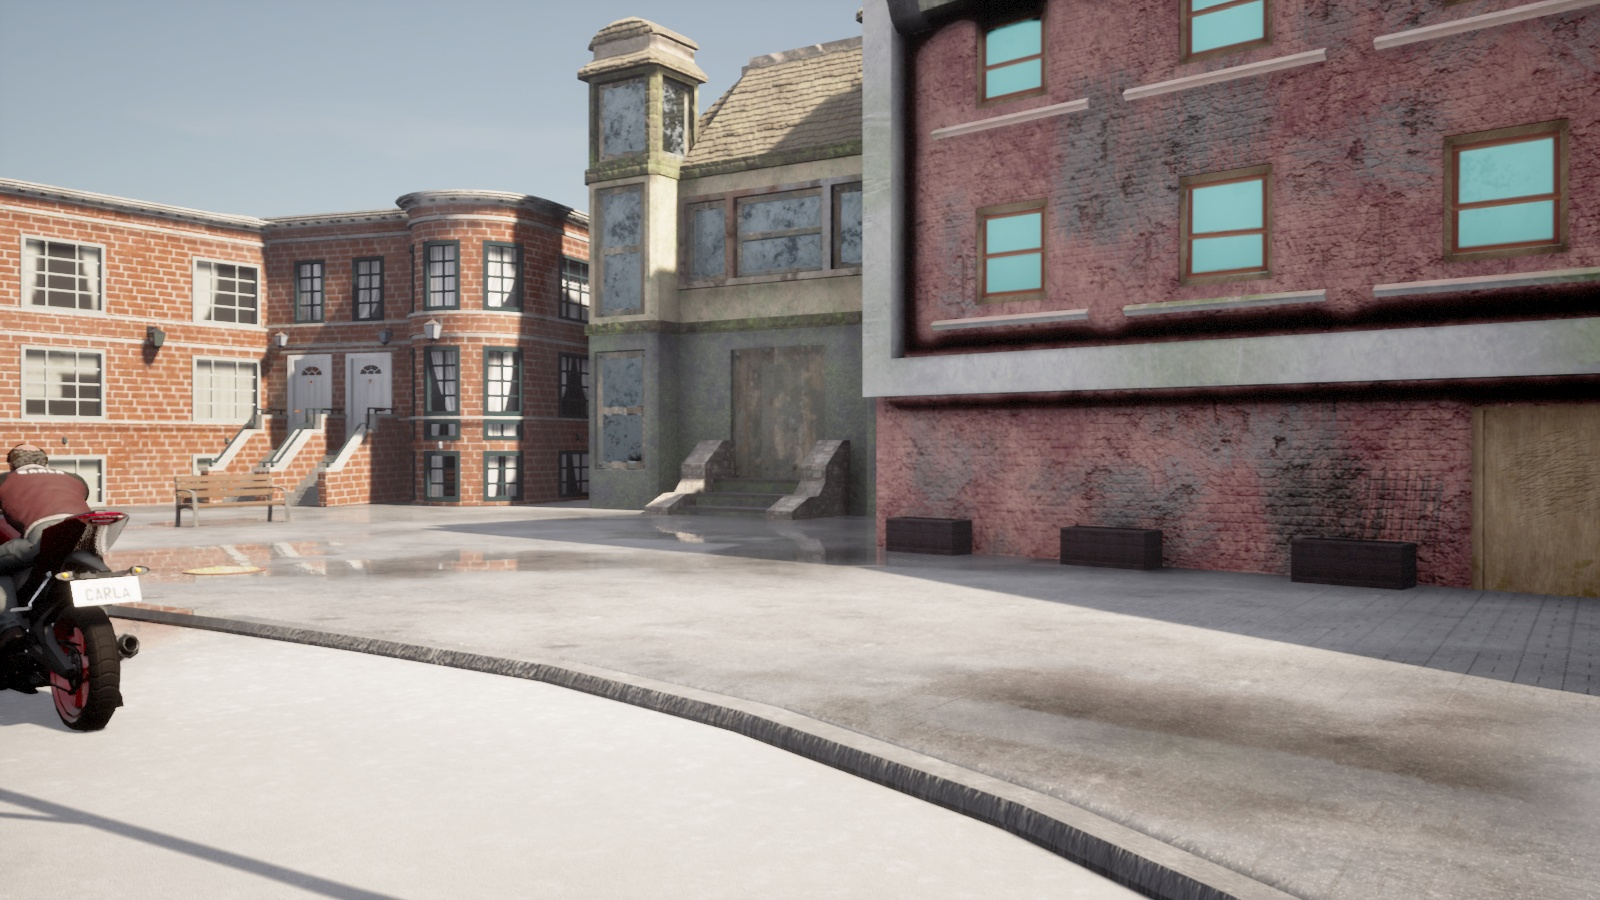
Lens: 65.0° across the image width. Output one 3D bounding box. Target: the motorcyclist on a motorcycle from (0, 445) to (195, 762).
[{"bbox_3d":[-4.349,0.739,7.116,2.191,1.530,0.866,0,0,41],"label":"motorcyclist on a motorcycle"}]
